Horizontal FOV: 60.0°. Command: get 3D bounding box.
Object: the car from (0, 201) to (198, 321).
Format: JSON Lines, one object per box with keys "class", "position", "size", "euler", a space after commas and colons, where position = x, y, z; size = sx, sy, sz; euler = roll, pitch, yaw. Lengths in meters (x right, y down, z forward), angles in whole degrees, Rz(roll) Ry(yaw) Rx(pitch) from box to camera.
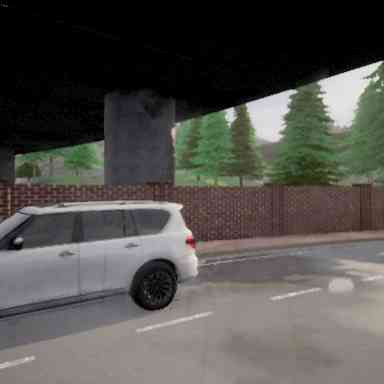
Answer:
{"class": "car", "position": [-2.512, 1.218, 6.318], "size": [5.566, 2.045, 2.150], "euler": [0, 0, -33]}
